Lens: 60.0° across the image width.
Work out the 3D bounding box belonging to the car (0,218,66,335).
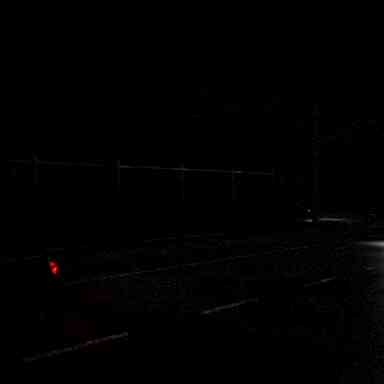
[{"bbox_3d":[-4.463,1.352,5.096,4.553,1.767,2.097,0,0,-35],"label":"car"}]

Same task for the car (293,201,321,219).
[{"bbox_3d":[9.358,1.581,30.268,1.812,1.442,4.674,0,0,-36],"label":"car"}]

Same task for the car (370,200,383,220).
[{"bbox_3d":[16.653,1.387,26.113,2.097,1.767,4.553,0,0,-36],"label":"car"}]
